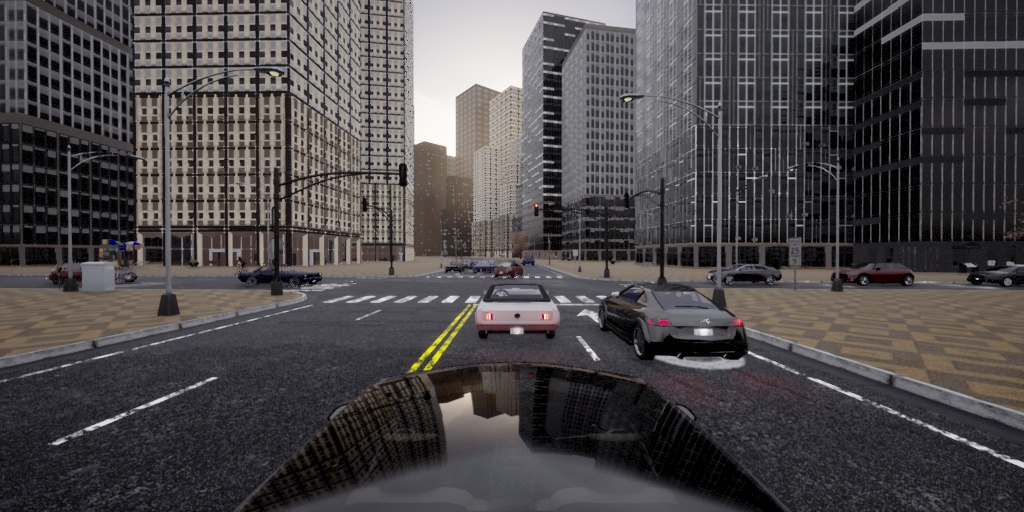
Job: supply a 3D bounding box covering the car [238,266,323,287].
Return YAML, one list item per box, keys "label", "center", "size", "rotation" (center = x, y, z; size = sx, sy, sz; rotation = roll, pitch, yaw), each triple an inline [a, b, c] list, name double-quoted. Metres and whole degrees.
- label: "car"
  center: [-14.910, 1.292, 23.281]
  size: [4.718, 1.301, 1.895]
  rotation: [0, 0, 6]

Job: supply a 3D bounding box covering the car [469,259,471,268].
- label: "car"
  center: [-6.473, 1.204, 51.696]
  size: [1.837, 1.490, 4.892]
  rotation: [0, 0, 0]

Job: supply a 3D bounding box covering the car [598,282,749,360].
- label: "car"
  center: [3.372, 1.312, 8.334]
  size: [1.994, 1.385, 4.181]
  rotation: [0, 0, 0]

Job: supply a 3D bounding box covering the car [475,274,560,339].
- label: "car"
  center: [0.120, 1.348, 10.054]
  size: [1.895, 1.301, 4.718]
  rotation: [0, 0, 0]

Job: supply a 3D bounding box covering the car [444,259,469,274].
- label: "car"
  center: [-6.502, 1.320, 41.345]
  size: [1.895, 1.301, 4.718]
  rotation: [0, 0, 0]

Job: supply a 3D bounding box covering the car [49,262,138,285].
- label: "car"
  center: [-27.890, 1.154, 23.912]
  size: [4.674, 1.442, 1.812]
  rotation: [0, 0, 1]

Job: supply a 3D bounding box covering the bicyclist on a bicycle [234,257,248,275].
- label: "bicyclist on a bicycle"
  center: [-24.630, 0.871, 32.559]
  size: [0.582, 1.620, 1.656]
  rotation: [0, 1, 2]

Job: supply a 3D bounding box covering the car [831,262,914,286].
- label: "car"
  center: [25.959, 1.203, 25.951]
  size: [4.553, 1.767, 2.097]
  rotation: [0, 0, 1]

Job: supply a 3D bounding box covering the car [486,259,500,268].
- label: "car"
  center: [-3.204, 1.229, 60.391]
  size: [2.033, 1.411, 5.357]
  rotation: [0, 0, 0]

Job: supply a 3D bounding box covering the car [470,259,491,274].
- label: "car"
  center: [-3.252, 1.197, 40.668]
  size: [1.882, 1.535, 5.008]
  rotation: [0, 0, 0]

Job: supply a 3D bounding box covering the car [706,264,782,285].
- label: "car"
  center: [16.877, 1.301, 26.168]
  size: [4.902, 1.511, 2.128]
  rotation: [0, 0, 1]

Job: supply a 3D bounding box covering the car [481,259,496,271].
- label: "car"
  center: [-3.227, 1.229, 50.012]
  size: [1.812, 1.442, 4.674]
  rotation: [0, 0, 0]

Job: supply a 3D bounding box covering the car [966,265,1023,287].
- label: "car"
  center: [35.860, 1.401, 25.715]
  size: [4.892, 1.490, 1.837]
  rotation: [0, 0, 1]

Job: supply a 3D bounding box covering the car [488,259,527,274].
- label: "car"
  center: [-0.316, 1.256, 33.163]
  size: [1.812, 1.442, 4.674]
  rotation: [1, 0, 16]
